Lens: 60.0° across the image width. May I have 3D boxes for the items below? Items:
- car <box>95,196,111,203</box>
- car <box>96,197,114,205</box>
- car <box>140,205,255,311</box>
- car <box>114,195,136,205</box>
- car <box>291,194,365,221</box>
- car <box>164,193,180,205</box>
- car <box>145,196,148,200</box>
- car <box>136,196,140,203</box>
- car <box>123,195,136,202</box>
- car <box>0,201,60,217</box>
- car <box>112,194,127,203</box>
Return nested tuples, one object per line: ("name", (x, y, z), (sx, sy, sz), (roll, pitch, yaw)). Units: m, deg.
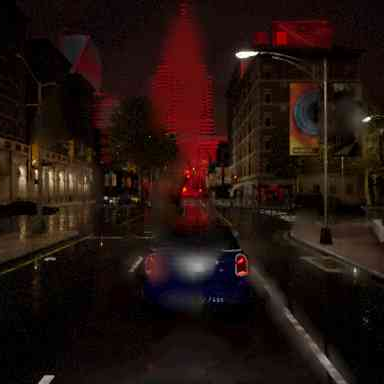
("car", (-17.980, 1.580, 67.444), (1.895, 1.301, 4.718), (0, 0, 0))
("car", (-14.846, 1.535, 57.940), (2.033, 1.411, 5.357), (0, 0, 1))
("car", (0.105, 1.350, 7.923), (2.097, 1.767, 4.553), (0, 0, 0))
("car", (-11.356, 1.514, 56.764), (1.812, 1.442, 4.674), (0, 0, 0))
("car", (10.899, 1.215, 26.953), (5.566, 2.045, 2.150), (0, 0, 0))
("car", (-3.087, 1.210, 51.512), (2.150, 2.045, 5.566), (0, 0, -1))
("car", (-11.197, 1.536, 75.785), (1.994, 1.385, 4.181), (0, 0, 0))
("car", (-11.266, 1.464, 65.912), (1.882, 1.535, 5.008), (0, 0, 1))
("car", (-14.686, 1.508, 78.451), (2.128, 1.511, 4.902), (0, 0, 0))
("car", (-15.195, 1.541, 30.789), (5.357, 1.411, 2.033), (0, 0, -8))
("car", (-14.729, 1.337, 68.050), (2.097, 1.767, 4.553), (0, 0, 0))
